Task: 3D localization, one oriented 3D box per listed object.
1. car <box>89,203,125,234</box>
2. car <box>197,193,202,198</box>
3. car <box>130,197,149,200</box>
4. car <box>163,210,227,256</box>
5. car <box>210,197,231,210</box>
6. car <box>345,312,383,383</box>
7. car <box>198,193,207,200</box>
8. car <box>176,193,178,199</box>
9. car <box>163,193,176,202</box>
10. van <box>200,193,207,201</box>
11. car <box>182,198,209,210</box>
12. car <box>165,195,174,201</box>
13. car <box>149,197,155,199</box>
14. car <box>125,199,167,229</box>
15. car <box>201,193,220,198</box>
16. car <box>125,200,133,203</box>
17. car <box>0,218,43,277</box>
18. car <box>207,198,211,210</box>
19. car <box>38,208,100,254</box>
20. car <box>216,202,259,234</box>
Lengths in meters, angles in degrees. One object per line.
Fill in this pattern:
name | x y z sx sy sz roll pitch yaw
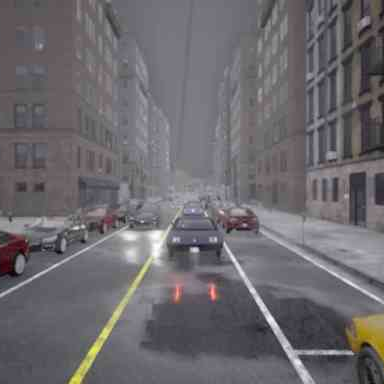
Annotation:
car | -5.388 1.515 18.889 1.887 1.381 4.507 0 0 0
car | 2.700 1.201 68.674 2.192 1.841 5.009 0 0 0
car | -5.388 1.391 30.253 1.967 1.590 4.097 0 0 0
car | 0.095 1.580 12.998 1.895 1.301 4.718 0 0 0
car | 2.637 1.401 24.572 1.967 1.590 4.097 0 0 0
car | 2.637 1.522 2.012 1.752 1.417 4.829 0 0 0
car | 2.687 1.172 85.185 2.192 1.841 5.009 0 0 0
car | -5.414 1.407 85.184 2.008 1.369 4.403 0 0 0
car | -5.419 1.191 74.177 2.192 1.841 5.009 0 0 0
van | 2.691 1.207 79.681 1.690 1.788 3.998 0 0 0
car | 0.099 1.502 28.410 2.033 1.411 5.357 0 0 0
car | -5.417 1.432 79.681 1.947 1.339 4.313 0 0 0
car | -5.388 1.372 41.617 1.967 1.590 4.097 0 0 0
car | -2.849 1.470 21.608 1.837 1.490 4.892 0 0 0
car | 2.637 1.247 41.618 2.192 1.841 5.009 0 0 0
car | -5.388 1.526 24.571 1.947 1.339 4.313 0 0 0
car | -5.388 1.533 7.524 1.887 1.381 4.507 0 0 0
car | 2.637 1.496 30.254 1.887 1.381 4.507 0 0 0
car | -5.388 1.530 13.206 2.008 1.369 4.403 0 0 0
car | 2.637 1.515 18.889 1.887 1.381 4.507 0 0 0
